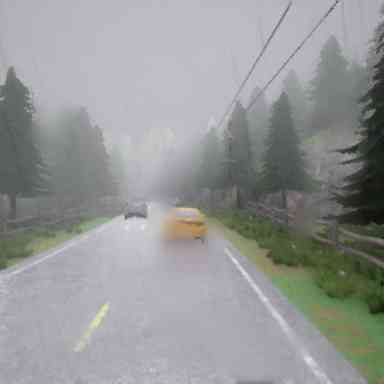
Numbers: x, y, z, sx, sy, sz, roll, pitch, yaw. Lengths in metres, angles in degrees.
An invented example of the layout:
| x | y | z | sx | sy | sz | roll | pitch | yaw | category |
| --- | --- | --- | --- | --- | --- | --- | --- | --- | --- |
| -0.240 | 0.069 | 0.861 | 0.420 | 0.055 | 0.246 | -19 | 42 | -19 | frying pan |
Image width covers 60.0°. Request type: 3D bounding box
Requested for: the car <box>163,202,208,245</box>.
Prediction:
| x | y | z | sx | sy | sz | roll | pitch | yaw | category |
| --- | --- | --- | --- | --- | --- | --- | --- | --- | --- |
| -0.368 | 1.480 | 15.766 | 1.882 | 1.535 | 5.008 | 0 | 0 | -3 | car |

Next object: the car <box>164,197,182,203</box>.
| x | y | z | sx | sy | sz | roll | pitch | yaw | category |
| --- | --- | --- | --- | --- | --- | --- | --- | --- | --- |
| -2.276 | 1.362 | 39.931 | 2.097 | 1.767 | 4.553 | 0 | 0 | -5 | car |

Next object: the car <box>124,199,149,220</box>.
| x | y | z | sx | sy | sz | roll | pitch | yaw | category |
| --- | --- | --- | --- | --- | --- | --- | --- | --- | --- |
| -4.657 | 1.561 | 28.420 | 2.033 | 1.411 | 5.357 | 0 | 0 | -5 | car |

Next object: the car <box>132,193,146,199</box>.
| x | y | z | sx | sy | sz | roll | pitch | yaw | category |
| --- | --- | --- | --- | --- | --- | --- | --- | --- | --- |
| -11.068 | 1.215 | 69.177 | 2.150 | 2.045 | 5.566 | 0 | 0 | -18 | car |
